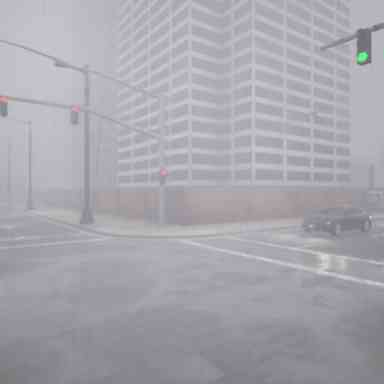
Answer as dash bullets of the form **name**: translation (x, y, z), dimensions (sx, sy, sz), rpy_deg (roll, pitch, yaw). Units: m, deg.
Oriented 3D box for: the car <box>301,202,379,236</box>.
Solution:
- **car**: translation (8.037, 1.491, 18.327), dimensions (4.892, 1.490, 1.837), rpy_deg (0, 0, -35)
